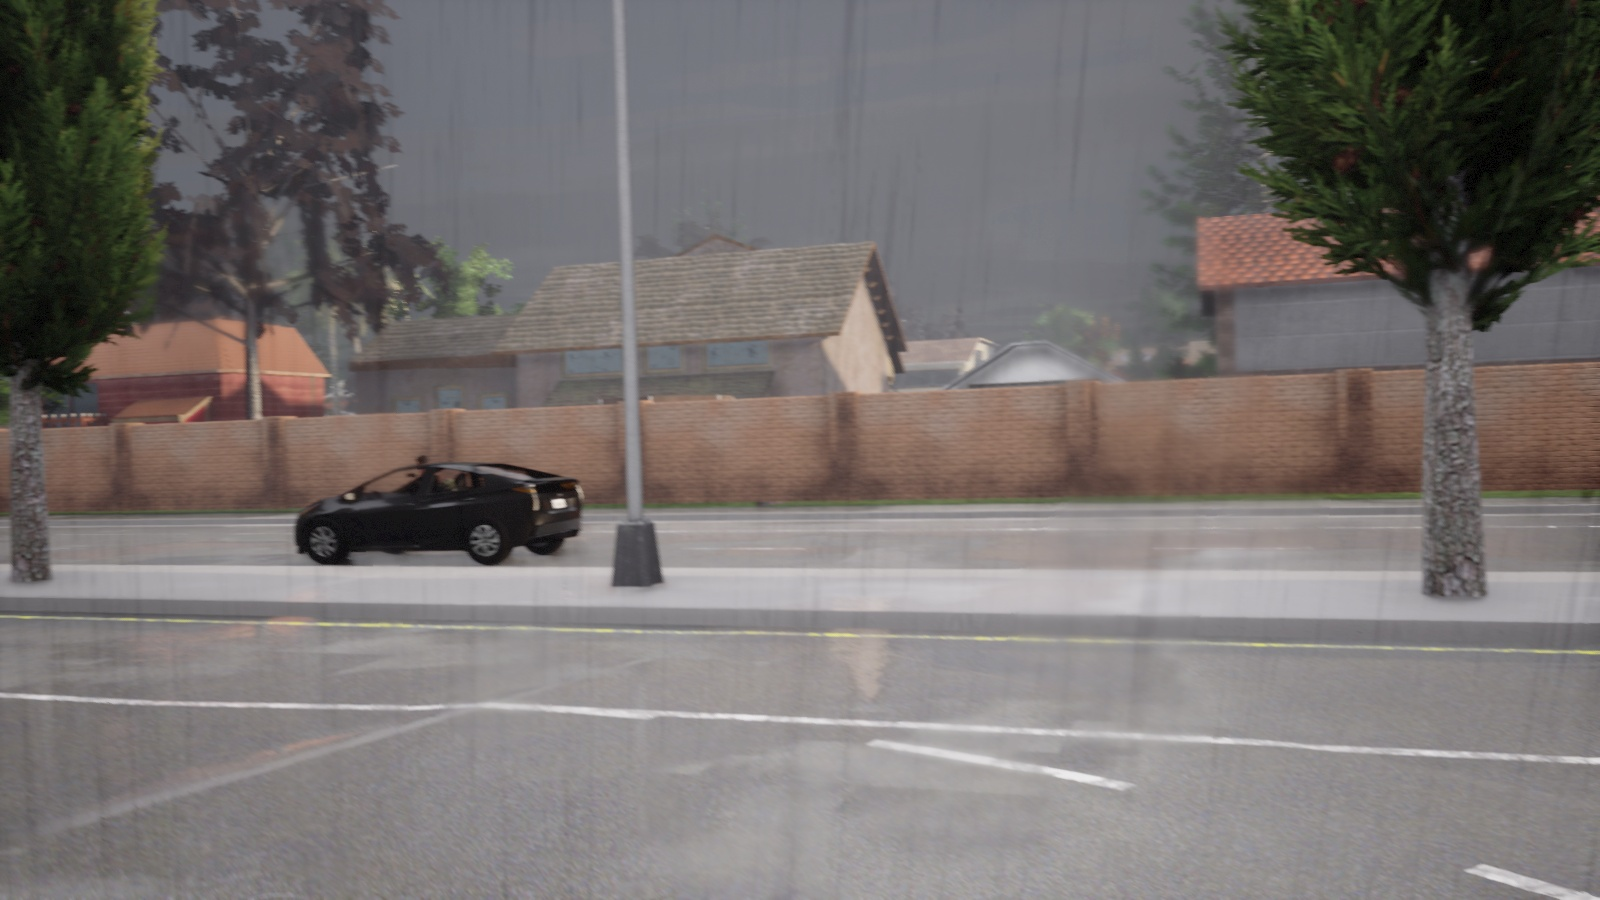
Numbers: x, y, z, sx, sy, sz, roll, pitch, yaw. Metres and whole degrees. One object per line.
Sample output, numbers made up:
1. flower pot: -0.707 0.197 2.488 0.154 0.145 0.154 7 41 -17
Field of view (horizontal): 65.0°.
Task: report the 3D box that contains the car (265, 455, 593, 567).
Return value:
1. car: -5.753 0.941 19.563 4.514 1.525 2.007 -2 1 19
